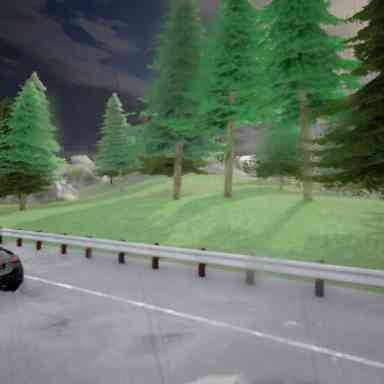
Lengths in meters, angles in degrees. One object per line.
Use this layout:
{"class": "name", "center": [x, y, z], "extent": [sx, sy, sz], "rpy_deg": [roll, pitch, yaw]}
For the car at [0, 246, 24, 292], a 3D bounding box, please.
{"class": "car", "center": [-5.849, 1.603, 7.773], "extent": [4.181, 1.385, 1.994], "rpy_deg": [0, 0, 33]}
